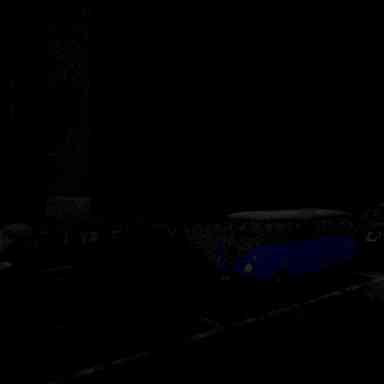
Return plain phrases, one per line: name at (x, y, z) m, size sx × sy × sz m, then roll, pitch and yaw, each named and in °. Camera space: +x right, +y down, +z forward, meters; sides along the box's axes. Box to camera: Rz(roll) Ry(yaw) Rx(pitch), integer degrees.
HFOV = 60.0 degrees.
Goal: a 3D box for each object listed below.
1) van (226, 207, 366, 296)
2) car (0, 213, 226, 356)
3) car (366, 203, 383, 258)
van at (2.433, 1.342, 8.381) m, size 3.998 × 1.788 × 1.690 m, roll 0°, pitch 0°, yaw -35°
car at (-2.133, 1.315, 5.124) m, size 5.009 × 1.841 × 2.192 m, roll 0°, pitch 0°, yaw -35°
car at (7.001, 1.318, 11.639) m, size 5.009 × 1.841 × 2.192 m, roll 0°, pitch 0°, yaw -35°
